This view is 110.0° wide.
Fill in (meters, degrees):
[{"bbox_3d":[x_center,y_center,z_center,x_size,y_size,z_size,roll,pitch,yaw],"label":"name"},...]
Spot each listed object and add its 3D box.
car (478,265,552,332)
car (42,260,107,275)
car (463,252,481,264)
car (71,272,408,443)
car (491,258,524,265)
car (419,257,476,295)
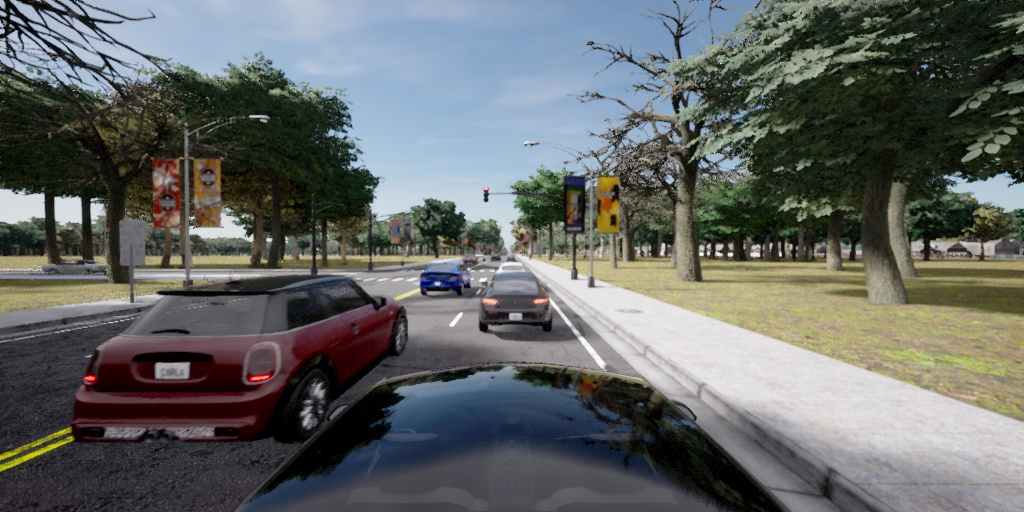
[{"bbox_3d":[0.078,1.166,10.360,1.812,1.442,4.674,0,1,0],"label":"car"},{"bbox_3d":[-36.050,0.962,30.145,4.718,1.301,1.895,0,1,0],"label":"car"},{"bbox_3d":[-6.710,0.416,57.813,2.097,1.767,4.553,0,1,0],"label":"car"},{"bbox_3d":[-3.157,1.055,5.451,2.097,1.767,4.553,0,1,0],"label":"car"},{"bbox_3d":[0.019,1.053,19.462,1.812,1.442,4.674,0,1,0],"label":"car"},{"bbox_3d":[-3.192,1.024,17.980,1.882,1.535,5.008,0,1,1],"label":"car"}]
